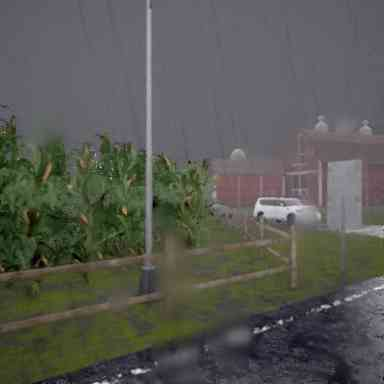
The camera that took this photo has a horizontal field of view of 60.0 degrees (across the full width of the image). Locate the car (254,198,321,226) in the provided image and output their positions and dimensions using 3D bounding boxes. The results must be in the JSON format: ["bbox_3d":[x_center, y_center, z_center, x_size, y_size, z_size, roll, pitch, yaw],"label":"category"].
[{"bbox_3d":[7.179,1.453,25.759,2.150,2.045,5.566,1,-1,-30],"label":"car"}]

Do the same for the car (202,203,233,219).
[{"bbox_3d":[2.465,1.898,34.346,1.837,1.490,4.892,1,-1,-27],"label":"car"}]
